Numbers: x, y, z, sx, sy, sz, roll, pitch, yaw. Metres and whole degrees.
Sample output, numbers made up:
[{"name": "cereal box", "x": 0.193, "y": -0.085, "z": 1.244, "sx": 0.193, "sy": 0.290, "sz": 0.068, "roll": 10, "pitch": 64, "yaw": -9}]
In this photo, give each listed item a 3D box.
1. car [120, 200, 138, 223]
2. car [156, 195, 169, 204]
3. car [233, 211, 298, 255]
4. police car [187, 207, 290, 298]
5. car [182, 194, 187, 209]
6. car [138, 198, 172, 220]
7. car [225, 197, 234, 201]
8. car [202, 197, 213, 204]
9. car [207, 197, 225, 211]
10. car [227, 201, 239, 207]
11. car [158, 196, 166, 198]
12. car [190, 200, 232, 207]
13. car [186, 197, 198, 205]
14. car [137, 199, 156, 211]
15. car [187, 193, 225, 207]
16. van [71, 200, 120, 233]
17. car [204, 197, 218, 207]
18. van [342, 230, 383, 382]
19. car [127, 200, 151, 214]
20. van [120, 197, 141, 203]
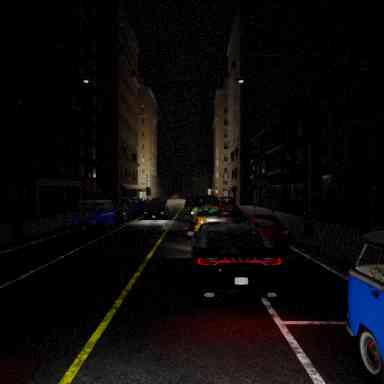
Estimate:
[{"name": "car", "x": -5.645, "y": 1.551, "z": 24.897, "sx": 2.008, "sy": 1.369, "sz": 4.403, "roll": 0, "pitch": 0, "yaw": 0}, {"name": "car", "x": -5.606, "y": 1.453, "z": 63.407, "sx": 1.967, "sy": 1.590, "sz": 4.097, "roll": 0, "pitch": 0, "yaw": 0}, {"name": "car", "x": 2.869, "y": 1.581, "z": 13.886, "sx": 1.802, "sy": 1.307, "sz": 4.206, "roll": 0, "pitch": 0, "yaw": 0}, {"name": "police car", "x": 0.908, "y": 1.425, "z": 8.673, "sx": 1.930, "sy": 1.638, "sz": 5.238, "roll": 0, "pitch": 0, "yaw": 0}, {"name": "car", "x": 0.062, "y": 1.357, "z": 45.504, "sx": 2.097, "sy": 1.767, "sz": 4.553, "roll": 0, "pitch": 0, "yaw": 0}, {"name": "car", "x": -2.972, "y": 1.548, "z": 28.555, "sx": 2.033, "sy": 1.411, "sz": 5.357, "roll": 0, "pitch": 0, "yaw": 0}, {"name": "car", "x": 2.885, "y": 1.316, "z": 30.389, "sx": 2.192, "sy": 1.841, "sz": 5.009, "roll": 0, "pitch": 0, "yaw": 0}, {"name": "car", "x": 2.919, "y": 1.578, "z": 63.398, "sx": 1.947, "sy": 1.339, "sz": 4.313, "roll": 0, "pitch": 0, "yaw": 0}, {"name": "car", "x": 2.897, "y": 1.443, "z": 41.392, "sx": 1.967, "sy": 1.590, "sz": 4.097, "roll": 0, "pitch": 0, "yaw": 0}, {"name": "car", "x": 2.881, "y": 1.582, "z": 24.888, "sx": 1.802, "sy": 1.307, "sz": 4.206, "roll": 0, "pitch": 0, "yaw": 0}, {"name": "car", "x": -5.617, "y": 1.573, "z": 52.404, "sx": 1.947, "sy": 1.339, "sz": 4.313, "roll": 0, "pitch": 0, "yaw": 0}, {"name": "car", "x": 0.918, "y": 1.455, "z": 18.753, "sx": 1.801, "sy": 1.575, "sz": 5.366, "roll": 0, "pitch": 0, "yaw": 0}, {"name": "car", "x": 0.059, "y": 1.574, "z": 58.905, "sx": 1.994, "sy": 1.385, "sz": 4.181, "roll": 0, "pitch": 0, "yaw": 0}, {"name": "car", "x": -5.628, "y": 1.585, "z": 41.401, "sx": 1.802, "sy": 1.307, "sz": 4.206, "roll": 0, "pitch": 0, "yaw": 0}, {"name": "car", "x": 0.924, "y": 1.225, "z": 24.594, "sx": 2.150, "sy": 2.045, "sz": 5.566, "roll": 0, "pitch": 0, "yaw": 0}, {"name": "van", "x": -5.651, "y": 1.341, "z": 19.397, "sx": 1.690, "sy": 1.788, "sz": 3.998, "roll": 0, "pitch": 0, "yaw": 0}, {"name": "car", "x": 2.908, "y": 1.558, "z": 52.395, "sx": 2.008, "sy": 1.369, "sz": 4.403, "roll": 0, "pitch": 0, "yaw": 0}, {"name": "van", "x": 2.857, "y": 1.341, "z": 2.883, "sx": 1.690, "sy": 1.788, "sz": 3.998, "roll": 0, "pitch": 0, "yaw": 0}, {"name": "car", "x": -5.634, "y": 1.568, "z": 35.900, "sx": 1.947, "sy": 1.339, "sz": 4.313, "roll": 0, "pitch": 0, "yaw": 0}, {"name": "van", "x": -5.640, "y": 1.342, "z": 30.398, "sx": 1.690, "sy": 1.788, "sz": 3.998, "roll": 0, "pitch": 0, "yaw": 0}]
